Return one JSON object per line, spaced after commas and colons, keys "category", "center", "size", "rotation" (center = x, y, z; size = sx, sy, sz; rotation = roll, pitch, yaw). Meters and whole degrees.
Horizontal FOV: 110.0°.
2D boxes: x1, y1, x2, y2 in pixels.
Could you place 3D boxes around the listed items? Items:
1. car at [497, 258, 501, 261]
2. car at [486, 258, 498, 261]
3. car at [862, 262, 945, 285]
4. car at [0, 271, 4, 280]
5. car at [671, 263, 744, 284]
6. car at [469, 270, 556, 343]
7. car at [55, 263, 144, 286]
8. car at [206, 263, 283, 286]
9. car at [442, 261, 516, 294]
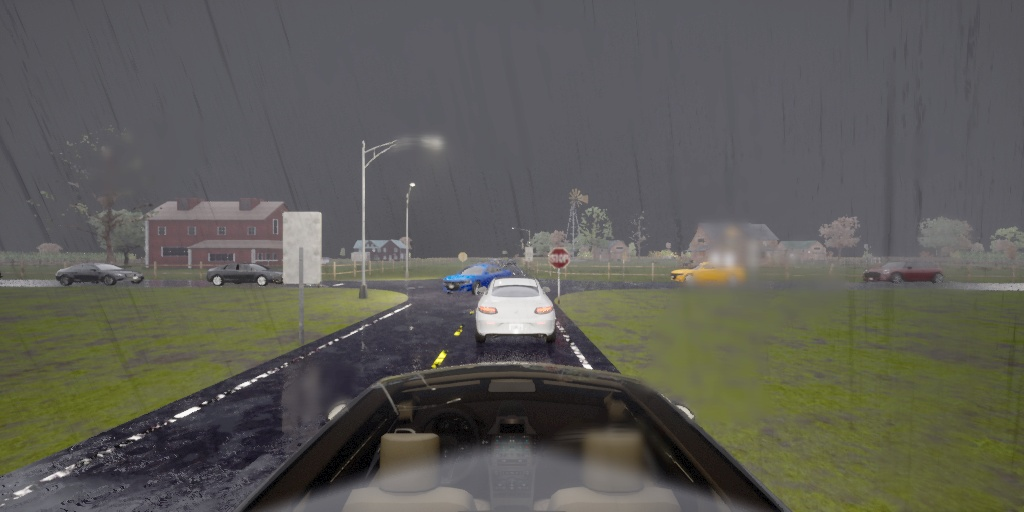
{"category": "car", "center": [-3.012, 1.283, 49.718], "size": [2.033, 1.411, 5.357], "rotation": [0, 0, 0]}
{"category": "car", "center": [-3.015, 1.288, 39.635], "size": [2.033, 1.411, 5.357], "rotation": [0, 0, 1]}
{"category": "car", "center": [29.030, 1.204, 26.714], "size": [4.553, 1.767, 2.097], "rotation": [0, 0, 0]}
{"category": "car", "center": [-37.521, 1.246, 24.038], "size": [4.718, 1.301, 1.895], "rotation": [0, 0, 0]}
{"category": "car", "center": [14.512, 1.273, 26.775], "size": [5.008, 1.535, 1.882], "rotation": [0, 0, 0]}
{"category": "car", "center": [0.073, 1.275, 9.582], "size": [1.812, 1.442, 4.674], "rotation": [0, 0, 0]}
{"category": "car", "center": [-27.533, 1.196, 23.992], "size": [4.674, 1.442, 1.812], "rotation": [0, 0, 0]}
{"category": "car", "center": [-17.548, 1.203, 23.950], "size": [4.892, 1.490, 1.837], "rotation": [0, 0, 0]}
{"category": "car", "center": [-1.810, 1.225, 19.725], "size": [1.882, 1.535, 5.008], "rotation": [-1, -1, 28]}
